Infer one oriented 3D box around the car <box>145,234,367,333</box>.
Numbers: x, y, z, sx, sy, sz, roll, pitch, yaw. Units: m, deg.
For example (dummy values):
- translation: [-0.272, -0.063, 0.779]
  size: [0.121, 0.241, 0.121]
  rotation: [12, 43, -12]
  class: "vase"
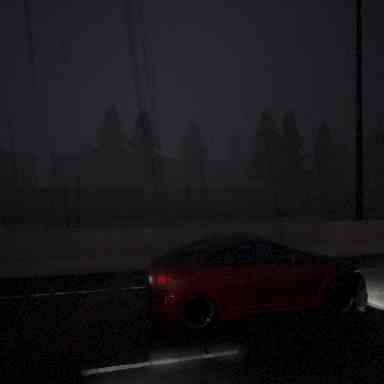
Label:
- translation: [1.191, 1.545, 6.523]
  size: [4.181, 1.385, 1.994]
  rotation: [0, 0, -15]
  class: "car"
